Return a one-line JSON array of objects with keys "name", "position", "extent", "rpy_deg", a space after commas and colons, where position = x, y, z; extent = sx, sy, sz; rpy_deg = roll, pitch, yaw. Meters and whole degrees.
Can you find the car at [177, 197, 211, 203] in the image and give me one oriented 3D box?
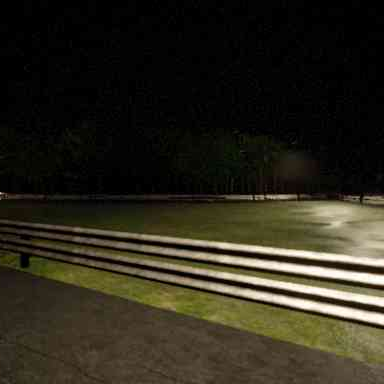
[{"name": "car", "position": [0.351, 1.060, 53.216], "extent": [5.357, 1.411, 2.033], "rpy_deg": [0, 0, -17]}]
